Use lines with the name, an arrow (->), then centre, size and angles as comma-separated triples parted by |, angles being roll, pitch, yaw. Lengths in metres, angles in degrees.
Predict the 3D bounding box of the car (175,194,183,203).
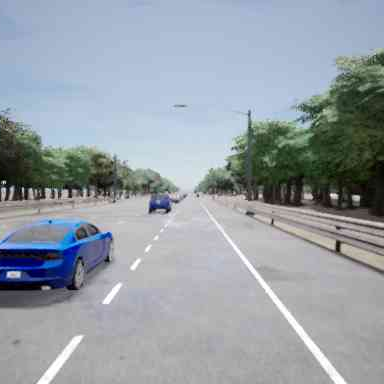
car -> -3.401, 1.603, 68.131 | 1.895, 1.301, 4.718 | 0, 0, 0

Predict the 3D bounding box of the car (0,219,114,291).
car -> -3.502, 1.478, 9.031 | 1.882, 1.535, 5.008 | 0, 0, 0

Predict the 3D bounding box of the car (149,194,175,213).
car -> -3.461, 1.224, 36.991 | 2.150, 2.045, 5.566 | 0, 0, 0

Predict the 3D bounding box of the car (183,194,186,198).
car -> -3.353, 1.596, 92.321 | 1.895, 1.301, 4.718 | 0, 0, 0
